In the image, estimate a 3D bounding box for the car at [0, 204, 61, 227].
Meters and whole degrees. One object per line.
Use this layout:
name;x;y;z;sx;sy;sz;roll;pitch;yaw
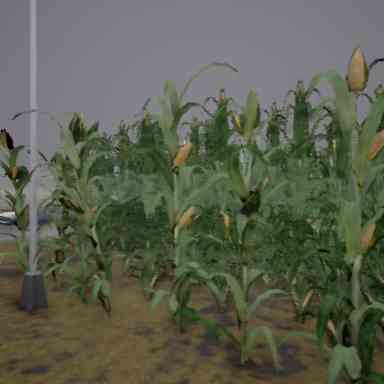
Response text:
car;-10.144;1.508;22.294;2.033;1.411;5.357;2;1;35
